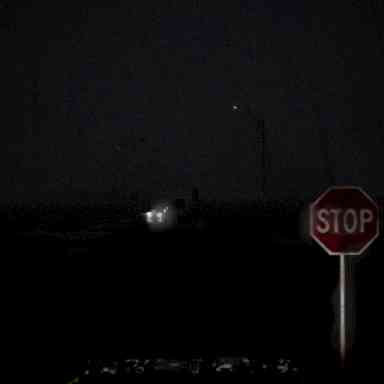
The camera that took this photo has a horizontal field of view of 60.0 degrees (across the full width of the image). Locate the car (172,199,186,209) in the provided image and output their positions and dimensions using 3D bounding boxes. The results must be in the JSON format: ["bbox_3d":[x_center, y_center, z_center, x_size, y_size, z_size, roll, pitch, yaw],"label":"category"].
[{"bbox_3d":[-2.049,1.850,52.736,1.837,1.490,4.892,0,0,-2],"label":"car"}]

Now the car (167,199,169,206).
[{"bbox_3d":[-4.924,1.837,51.128,1.837,1.490,4.892,0,0,-2],"label":"car"}]

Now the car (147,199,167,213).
[{"bbox_3d":[-4.465,1.824,41.193,1.994,1.385,4.181,0,0,-3],"label":"car"}]
